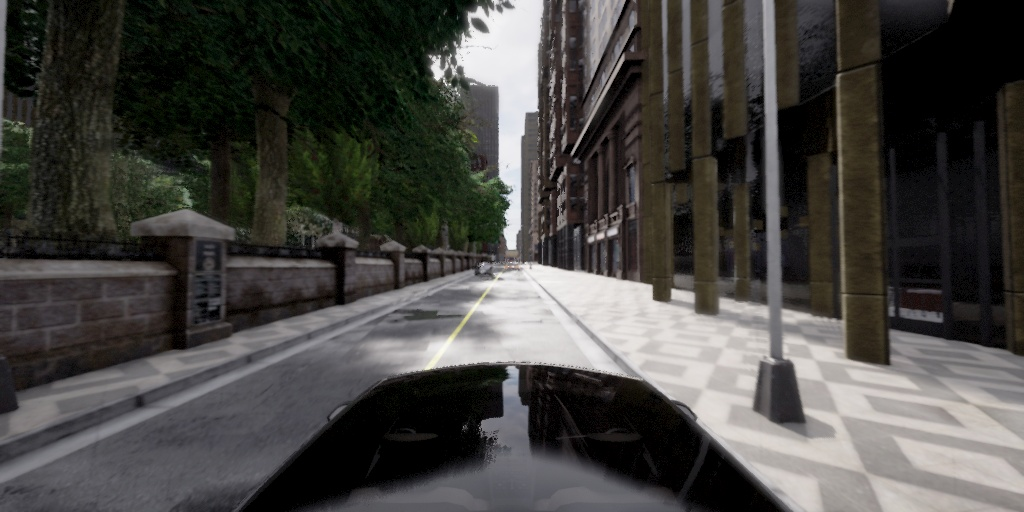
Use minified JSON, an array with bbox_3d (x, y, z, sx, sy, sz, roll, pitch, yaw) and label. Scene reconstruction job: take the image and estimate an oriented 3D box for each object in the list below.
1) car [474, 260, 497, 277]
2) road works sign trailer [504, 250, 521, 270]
[{"bbox_3d":[-3.085,1.496,39.935,2.128,1.511,4.902,0,0,0],"label":"car"},{"bbox_3d":[0.005,0.625,61.444,2.380,3.560,2.880,0,0,0],"label":"road works sign trailer"}]
